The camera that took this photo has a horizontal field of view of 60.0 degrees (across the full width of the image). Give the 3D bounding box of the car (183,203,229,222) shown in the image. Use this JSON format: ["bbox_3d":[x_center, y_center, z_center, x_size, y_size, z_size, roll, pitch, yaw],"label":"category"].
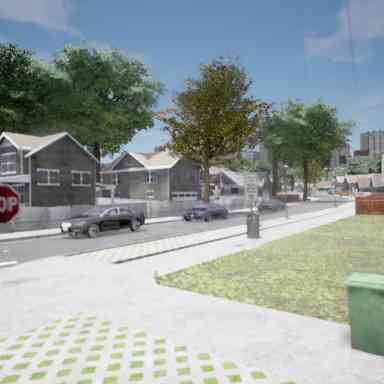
[{"bbox_3d":[1.146,1.546,25.915,1.994,1.385,4.181,-2,-1,35],"label":"car"}]

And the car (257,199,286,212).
[{"bbox_3d":[8.792,1.482,36.678,1.994,1.385,4.181,-2,-1,35],"label":"car"}]

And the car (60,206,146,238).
[{"bbox_3d":[-4.632,1.508,17.895,2.128,1.511,4.902,-2,-1,36],"label":"car"}]
